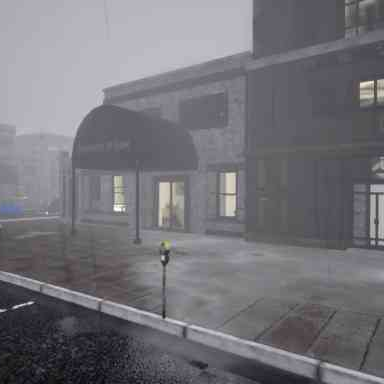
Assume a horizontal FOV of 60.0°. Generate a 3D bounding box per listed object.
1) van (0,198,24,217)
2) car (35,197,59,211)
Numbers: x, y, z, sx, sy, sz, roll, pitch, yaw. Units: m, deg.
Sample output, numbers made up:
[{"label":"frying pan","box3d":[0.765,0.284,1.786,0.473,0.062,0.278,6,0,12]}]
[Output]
[{"label":"van","box3d":[-17.327,1.415,29.849,1.690,1.788,3.998,0,0,35]},{"label":"car","box3d":[-16.438,1.413,41.223,2.097,1.767,4.553,0,0,35]}]
